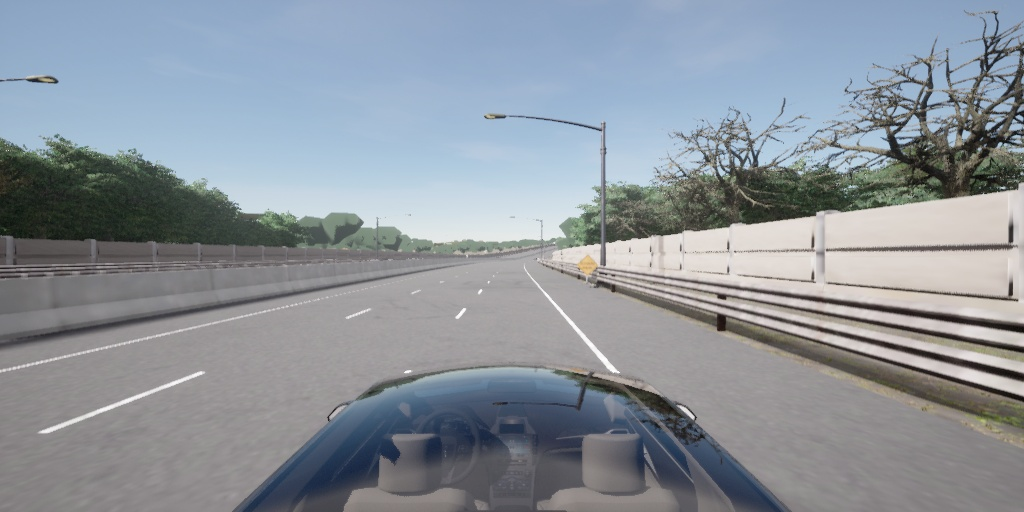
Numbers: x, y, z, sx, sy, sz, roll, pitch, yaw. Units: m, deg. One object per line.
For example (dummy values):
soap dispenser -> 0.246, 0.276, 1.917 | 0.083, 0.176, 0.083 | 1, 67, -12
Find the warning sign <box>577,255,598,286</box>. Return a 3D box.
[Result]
warning sign -> 4.550, 0.840, 21.817 | 1.300, 1.860, 1.060 | 0, 0, 0
